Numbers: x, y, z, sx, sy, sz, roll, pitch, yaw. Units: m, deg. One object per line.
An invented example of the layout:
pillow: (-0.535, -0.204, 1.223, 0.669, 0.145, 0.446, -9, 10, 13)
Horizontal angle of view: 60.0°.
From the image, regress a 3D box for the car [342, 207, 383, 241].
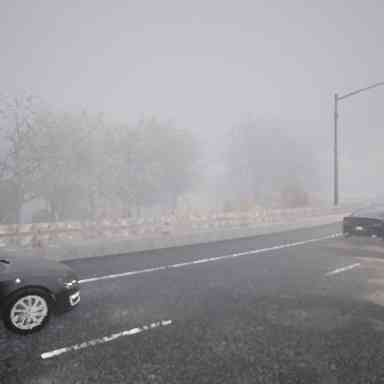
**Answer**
car: (9.353, 1.509, 16.856, 1.882, 1.535, 5.008, 0, 0, 45)

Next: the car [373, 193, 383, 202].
car: (46.634, 1.382, 81.413, 2.150, 2.045, 5.566, 0, 0, 4)

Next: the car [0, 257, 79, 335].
car: (-4.275, 1.504, 5.082, 4.892, 1.490, 1.837, 0, 0, -36)
